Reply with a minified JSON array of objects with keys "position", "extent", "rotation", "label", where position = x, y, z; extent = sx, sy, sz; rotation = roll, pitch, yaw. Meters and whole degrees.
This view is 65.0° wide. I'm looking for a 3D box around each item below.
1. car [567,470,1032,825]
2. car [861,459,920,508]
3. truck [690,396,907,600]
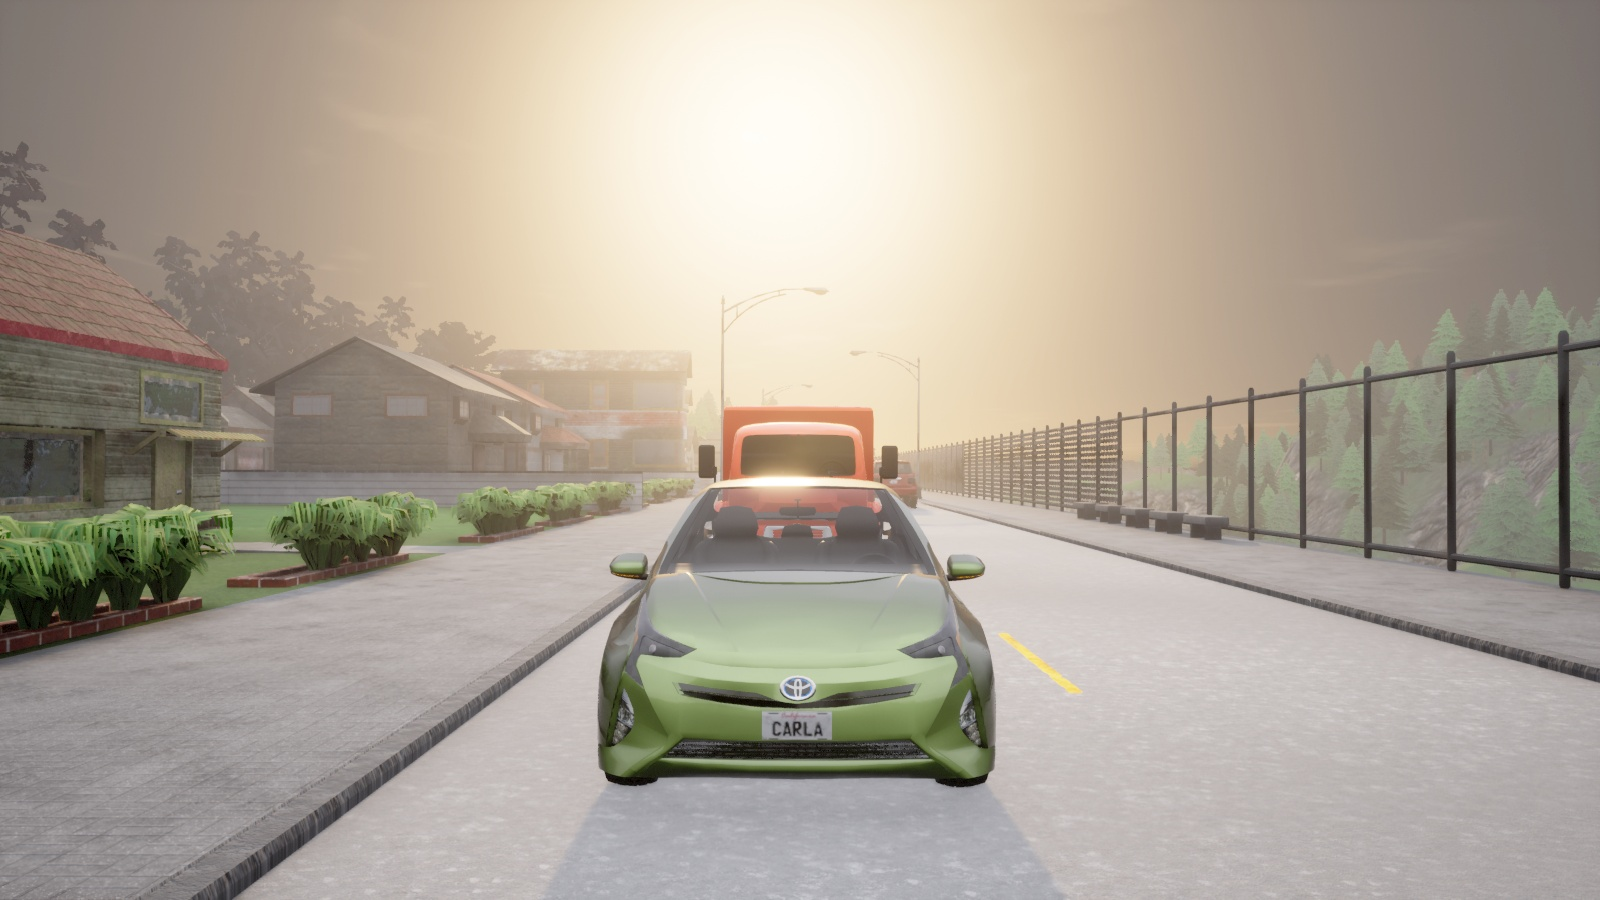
[{"position":[-0.009,0.890,7.693],"extent":[2.007,1.525,4.514],"rotation":[0,-1,0],"label":"car"},{"position":[3.907,1.442,55.168],"extent":[2.150,2.045,5.566],"rotation":[0,-1,0],"label":"car"},{"position":[-0.026,0.630,17.875],"extent":[2.627,2.467,5.204],"rotation":[0,-1,0],"label":"truck"}]
